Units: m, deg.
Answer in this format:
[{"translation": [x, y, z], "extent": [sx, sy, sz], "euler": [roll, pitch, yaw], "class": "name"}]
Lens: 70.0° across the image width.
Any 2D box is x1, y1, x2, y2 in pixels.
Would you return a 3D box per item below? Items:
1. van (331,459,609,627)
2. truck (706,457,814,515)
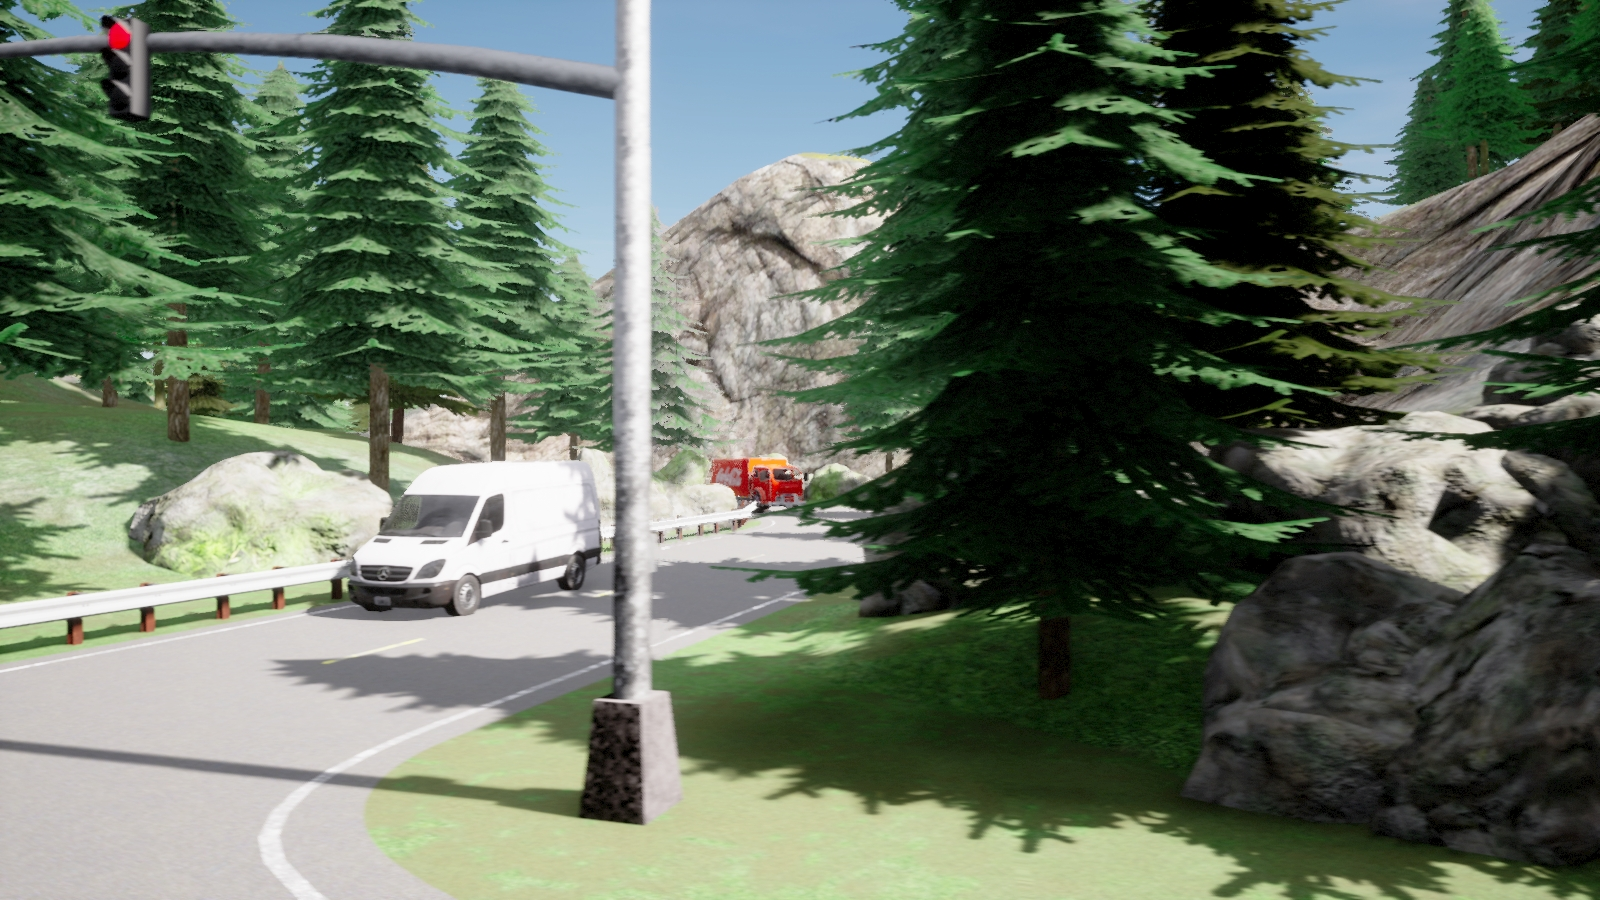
[{"translation": [-5.932, 1.532, 21.587], "extent": [1.988, 2.561, 5.915], "euler": [0, 1, 19], "class": "van"}, {"translation": [-1.891, 1.583, 52.415], "extent": [2.627, 2.467, 5.204], "euler": [0, 0, -33], "class": "truck"}]
